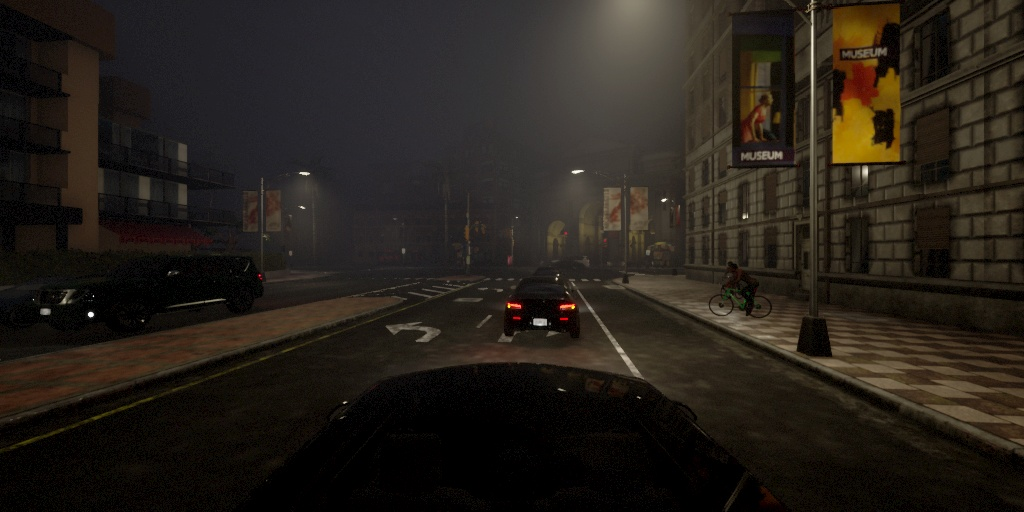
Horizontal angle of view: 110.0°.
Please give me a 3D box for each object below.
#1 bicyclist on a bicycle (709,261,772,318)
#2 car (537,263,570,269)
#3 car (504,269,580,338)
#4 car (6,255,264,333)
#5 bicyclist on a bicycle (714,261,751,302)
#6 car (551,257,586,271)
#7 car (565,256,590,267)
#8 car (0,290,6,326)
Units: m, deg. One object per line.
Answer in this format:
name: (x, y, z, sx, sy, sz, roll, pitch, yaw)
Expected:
bicyclist on a bicycle: (6.862, 1.051, 10.824, 1.656, 1.620, 0.582, 0, 0, 22)
car: (1.936, 1.276, 18.952, 1.812, 1.442, 4.674, 0, 0, 7)
car: (0.885, 1.276, 10.110, 1.812, 1.442, 4.674, 0, 0, 7)
car: (-10.705, 0.971, 11.256, 2.150, 2.045, 5.566, 0, 0, 8)
bicyclist on a bicycle: (9.284, 1.050, 15.085, 1.656, 1.620, 0.582, 0, 0, -28)
car: (6.638, 1.254, 46.799, 4.892, 1.490, 1.837, 0, -1, -3)
car: (8.163, 0.970, 50.741, 5.566, 2.045, 2.150, 0, 0, 7)
car: (-14.195, 1.297, 11.681, 2.033, 1.411, 5.357, 0, 0, 7)
